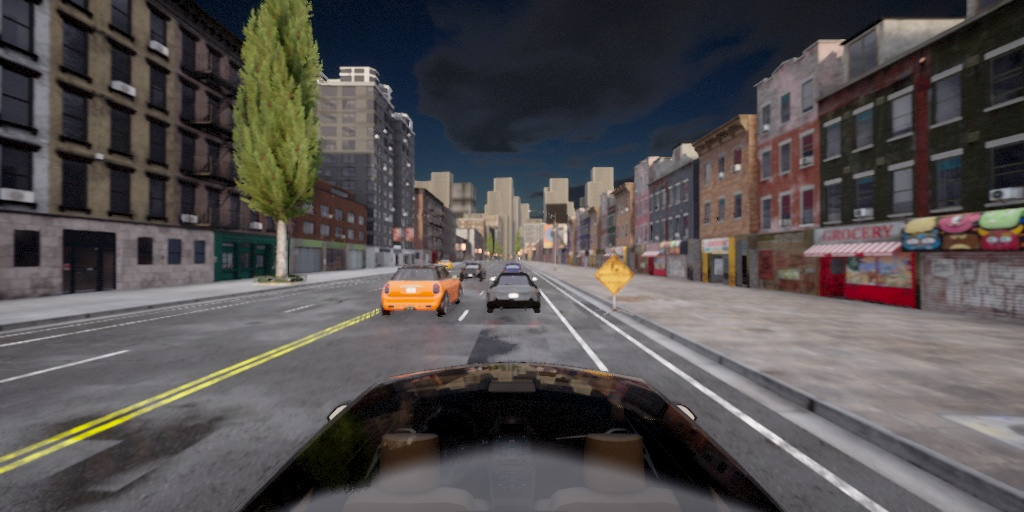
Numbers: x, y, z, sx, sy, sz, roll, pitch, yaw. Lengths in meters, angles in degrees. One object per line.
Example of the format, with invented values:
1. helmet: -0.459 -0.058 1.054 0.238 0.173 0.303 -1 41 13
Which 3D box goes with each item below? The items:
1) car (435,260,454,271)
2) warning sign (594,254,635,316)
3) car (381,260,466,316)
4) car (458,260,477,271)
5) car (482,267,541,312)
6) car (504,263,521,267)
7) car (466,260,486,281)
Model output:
1. car: -9.833 1.314 52.616 1.882 1.535 5.008 0 -1 0
2. warning sign: 3.222 0.871 11.305 1.300 1.860 1.060 0 0 0
3. car: -3.185 1.109 13.490 2.097 1.767 4.553 0 0 0
4. car: -6.582 1.331 53.113 2.128 1.511 4.902 0 0 0
5. car: 0.068 1.322 14.208 1.994 1.385 4.181 0 0 0
6. car: 0.068 1.300 29.805 1.812 1.442 4.674 0 0 0
7. car: -3.183 1.300 29.798 1.812 1.442 4.674 0 0 0
